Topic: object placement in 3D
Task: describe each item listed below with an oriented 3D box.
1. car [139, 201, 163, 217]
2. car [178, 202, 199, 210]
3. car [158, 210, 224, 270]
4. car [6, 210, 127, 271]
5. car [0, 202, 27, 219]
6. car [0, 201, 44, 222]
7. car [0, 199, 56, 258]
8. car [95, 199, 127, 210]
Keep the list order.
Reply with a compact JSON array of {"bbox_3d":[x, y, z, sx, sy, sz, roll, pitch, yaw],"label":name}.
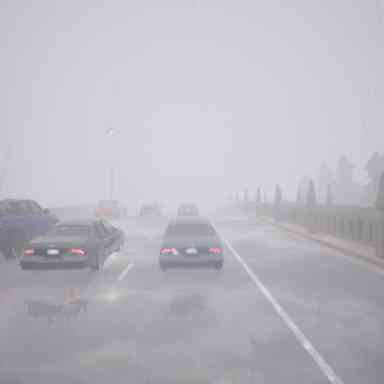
[{"bbox_3d":[-3.874,1.594,32.024,1.812,1.442,4.674,0,-1,-1],"label":"car"},{"bbox_3d":[-0.369,1.609,31.722,1.994,1.385,4.181,0,-1,-1],"label":"car"},{"bbox_3d":[-0.056,1.551,10.957,2.033,1.411,5.357,0,0,-1],"label":"car"},{"bbox_3d":[-3.556,1.568,10.928,2.033,1.411,5.357,0,0,-1],"label":"car"},{"bbox_3d":[-18.014,1.683,31.503,2.033,1.411,5.357,0,-1,0],"label":"car"},{"bbox_3d":[-14.485,1.588,28.110,1.837,1.490,4.892,0,-1,-1],"label":"car"},{"bbox_3d":[-7.088,1.261,12.924,2.150,2.045,5.566,0,0,-1],"label":"car"},{"bbox_3d":[-7.353,1.417,30.509,2.097,1.767,4.553,0,-1,-1],"label":"car"}]
